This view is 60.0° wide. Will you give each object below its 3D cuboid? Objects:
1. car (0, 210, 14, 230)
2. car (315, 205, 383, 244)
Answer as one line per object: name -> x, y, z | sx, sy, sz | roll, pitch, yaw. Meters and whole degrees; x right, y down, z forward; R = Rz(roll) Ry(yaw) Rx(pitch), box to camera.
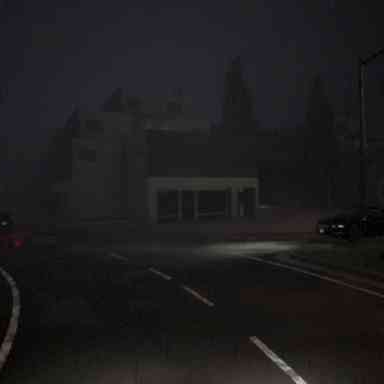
car -> -13.079, 1.693, 20.639 | 4.674, 1.442, 1.812 | -1, 0, 27
car -> 7.918, 1.366, 14.934 | 4.902, 1.511, 2.128 | -1, 0, -15
